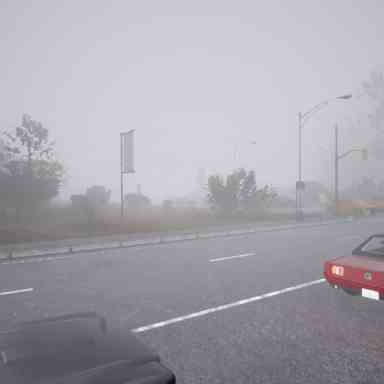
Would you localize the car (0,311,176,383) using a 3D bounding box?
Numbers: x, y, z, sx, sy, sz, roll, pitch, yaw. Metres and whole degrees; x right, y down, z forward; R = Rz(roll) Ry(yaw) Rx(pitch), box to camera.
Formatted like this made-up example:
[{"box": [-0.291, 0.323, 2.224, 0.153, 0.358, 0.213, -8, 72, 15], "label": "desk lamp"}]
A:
[{"box": [-2.376, 1.601, 2.041, 4.718, 1.301, 1.895, 0, 0, -36], "label": "car"}]

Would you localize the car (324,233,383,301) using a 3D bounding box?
[{"box": [5.072, 1.570, 7.378, 4.718, 1.301, 1.895, 0, 0, -36], "label": "car"}]

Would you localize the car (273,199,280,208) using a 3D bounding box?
[{"box": [7.452, 1.280, 39.469, 1.882, 1.535, 5.008, -1, 0, -39], "label": "car"}]

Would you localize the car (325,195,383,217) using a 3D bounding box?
[{"box": [14.080, 1.283, 29.411, 1.882, 1.535, 5.008, 0, 0, -21], "label": "car"}]

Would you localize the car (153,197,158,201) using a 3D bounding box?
[{"box": [-6.684, 1.327, 74.005, 1.895, 1.301, 4.718, -1, 0, -38], "label": "car"}]

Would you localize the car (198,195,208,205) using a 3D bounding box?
[{"box": [3.559, 1.130, 49.899, 2.097, 1.767, 4.553, -1, 0, -39], "label": "car"}]

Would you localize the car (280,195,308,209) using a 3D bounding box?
[{"box": [11.527, 1.124, 39.985, 2.097, 1.767, 4.553, -1, 0, -39], "label": "car"}]

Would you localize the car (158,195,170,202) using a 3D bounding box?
[{"box": [-3.480, 1.384, 58.686, 1.895, 1.301, 4.718, -1, 0, -38], "label": "car"}]

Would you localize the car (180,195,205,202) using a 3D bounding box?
[{"box": [0.046, 1.273, 65.737, 2.033, 1.411, 5.357, -1, 0, -38], "label": "car"}]

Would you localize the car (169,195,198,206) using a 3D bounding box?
[{"box": [-1.032, 1.373, 50.020, 1.994, 1.385, 4.181, -1, 0, -39], "label": "car"}]
